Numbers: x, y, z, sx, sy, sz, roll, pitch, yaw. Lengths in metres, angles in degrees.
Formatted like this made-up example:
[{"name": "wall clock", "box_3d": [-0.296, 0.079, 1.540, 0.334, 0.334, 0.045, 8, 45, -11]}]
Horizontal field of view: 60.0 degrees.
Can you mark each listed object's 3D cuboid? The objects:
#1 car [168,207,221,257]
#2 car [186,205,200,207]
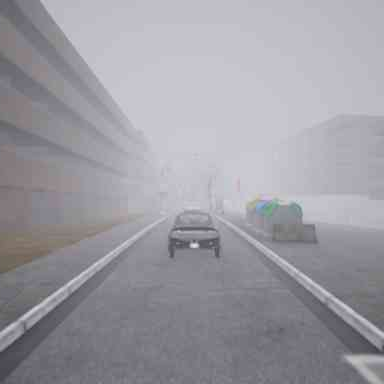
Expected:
[{"name": "car", "box_3d": [0.085, 1.551, 13.231, 2.128, 1.511, 4.902, 0, -1, 0]}, {"name": "car", "box_3d": [0.080, 1.878, 29.616, 1.812, 1.442, 4.674, 0, -2, 0]}]
